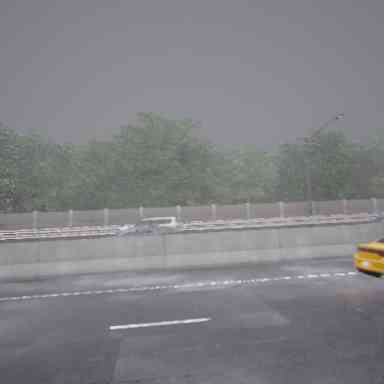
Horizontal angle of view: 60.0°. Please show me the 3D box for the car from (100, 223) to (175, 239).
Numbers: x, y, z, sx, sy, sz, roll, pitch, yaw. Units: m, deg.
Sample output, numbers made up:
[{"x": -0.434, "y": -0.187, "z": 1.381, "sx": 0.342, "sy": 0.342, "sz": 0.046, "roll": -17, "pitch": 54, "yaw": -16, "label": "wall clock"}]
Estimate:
[{"x": -3.867, "y": 3.156, "z": 22.550, "sx": 4.902, "sy": 1.511, "sz": 2.128, "roll": -2, "pitch": -4, "yaw": -7, "label": "car"}]

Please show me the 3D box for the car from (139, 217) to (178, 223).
[{"x": -3.741, "y": 3.338, "z": 29.625, "sx": 5.566, "sy": 2.045, "sz": 2.150, "roll": -2, "pitch": -4, "yaw": -7, "label": "car"}]

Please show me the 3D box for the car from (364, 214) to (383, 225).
[{"x": 15.317, "y": 2.471, "z": 25.052, "sx": 4.892, "sy": 1.490, "sz": 1.837, "roll": -2, "pitch": -4, "yaw": -7, "label": "car"}]

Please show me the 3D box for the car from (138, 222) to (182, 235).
[{"x": -3.046, "y": 3.389, "z": 26.177, "sx": 4.674, "sy": 1.442, "sz": 1.812, "roll": -2, "pitch": -4, "yaw": -7, "label": "car"}]

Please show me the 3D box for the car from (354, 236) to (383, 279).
[{"x": 7.410, "y": 1.810, "z": 9.855, "sx": 5.008, "sy": 1.535, "sz": 1.882, "roll": -2, "pitch": -4, "yaw": -7, "label": "car"}]
